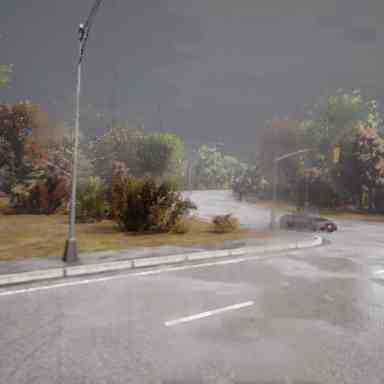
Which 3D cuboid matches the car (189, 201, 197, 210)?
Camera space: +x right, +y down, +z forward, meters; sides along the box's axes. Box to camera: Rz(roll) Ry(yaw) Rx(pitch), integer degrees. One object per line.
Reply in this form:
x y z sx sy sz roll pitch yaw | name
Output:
-0.653 1.772 47.151 2.033 1.411 5.357 2 1 -15 | car

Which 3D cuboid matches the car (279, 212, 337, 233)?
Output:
8.254 2.126 23.892 1.994 1.385 4.181 3 -1 -26 | car
